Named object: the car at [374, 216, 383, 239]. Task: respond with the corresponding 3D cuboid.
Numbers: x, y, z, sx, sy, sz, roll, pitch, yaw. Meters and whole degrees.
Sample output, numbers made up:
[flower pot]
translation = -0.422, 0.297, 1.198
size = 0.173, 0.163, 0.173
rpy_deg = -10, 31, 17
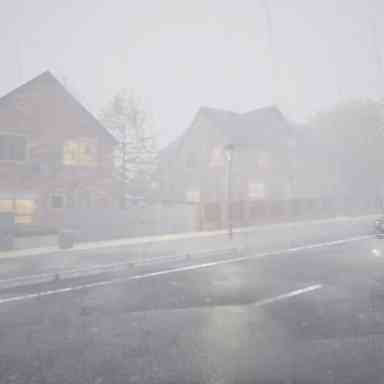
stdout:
[car]
translation = 9.861, 1.257, 14.503
size = 4.902, 1.511, 2.128
rpy_deg = -1, 1, -34
